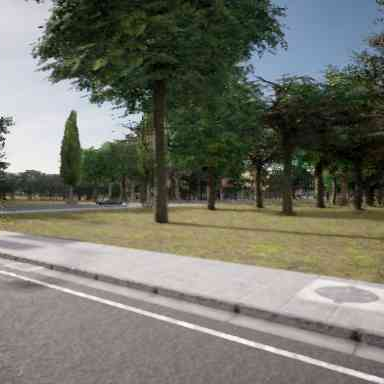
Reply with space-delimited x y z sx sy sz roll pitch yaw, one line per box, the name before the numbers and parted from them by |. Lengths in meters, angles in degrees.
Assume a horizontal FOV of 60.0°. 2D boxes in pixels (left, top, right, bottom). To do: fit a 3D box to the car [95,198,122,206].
car | -15.498 1.856 62.228 2.033 1.411 5.357 0 0 36
